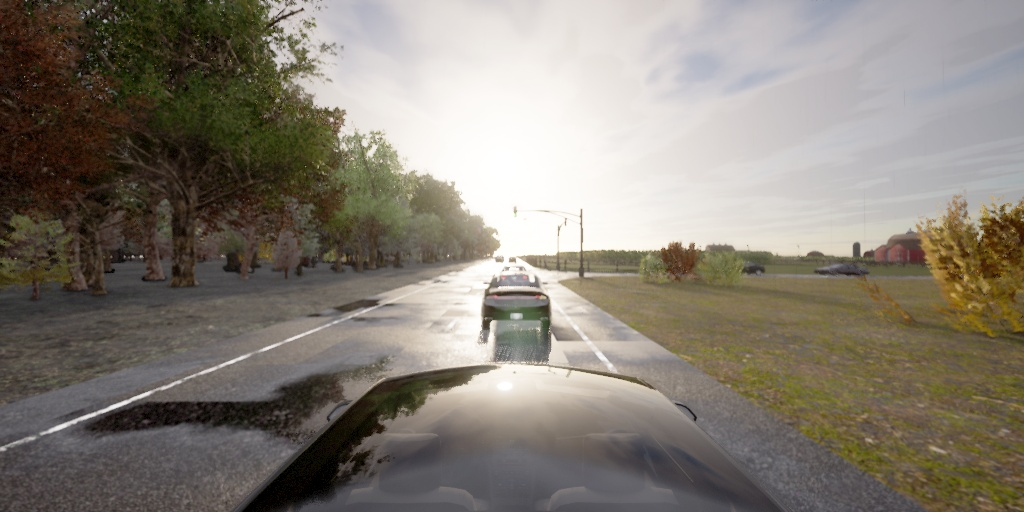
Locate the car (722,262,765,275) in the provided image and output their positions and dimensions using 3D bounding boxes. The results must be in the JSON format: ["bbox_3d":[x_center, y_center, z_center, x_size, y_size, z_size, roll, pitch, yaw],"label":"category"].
[{"bbox_3d":[26.766,1.433,41.919,5.008,1.535,1.882,1,-1,0],"label":"car"}]

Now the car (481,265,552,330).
[{"bbox_3d":[0.113,1.212,10.995,2.128,1.511,4.902,0,0,0],"label":"car"}]

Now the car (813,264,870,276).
[{"bbox_3d":[38.457,1.631,41.846,5.357,1.411,2.033,1,-1,0],"label":"car"}]

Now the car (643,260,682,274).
[{"bbox_3d":[17.797,1.211,42.014,4.553,1.767,2.097,1,-1,1],"label":"car"}]

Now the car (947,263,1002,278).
[{"bbox_3d":[48.963,1.751,38.168,4.718,1.301,1.895,1,-1,1],"label":"car"}]

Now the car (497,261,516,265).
[{"bbox_3d":[0.132,1.230,22.275,2.033,1.411,5.357,0,0,0],"label":"car"}]
